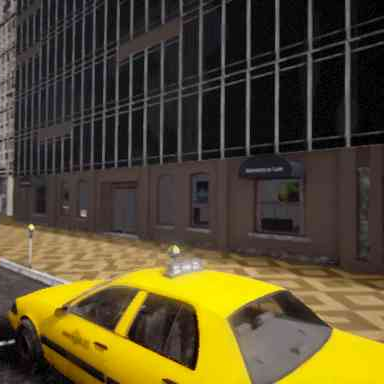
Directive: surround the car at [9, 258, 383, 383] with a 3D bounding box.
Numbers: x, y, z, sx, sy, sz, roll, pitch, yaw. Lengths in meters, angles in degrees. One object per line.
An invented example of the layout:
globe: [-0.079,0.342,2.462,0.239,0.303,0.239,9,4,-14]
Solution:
car: [-0.315,1.528,3.792,5.366,1.575,1.801,0,-1,41]
